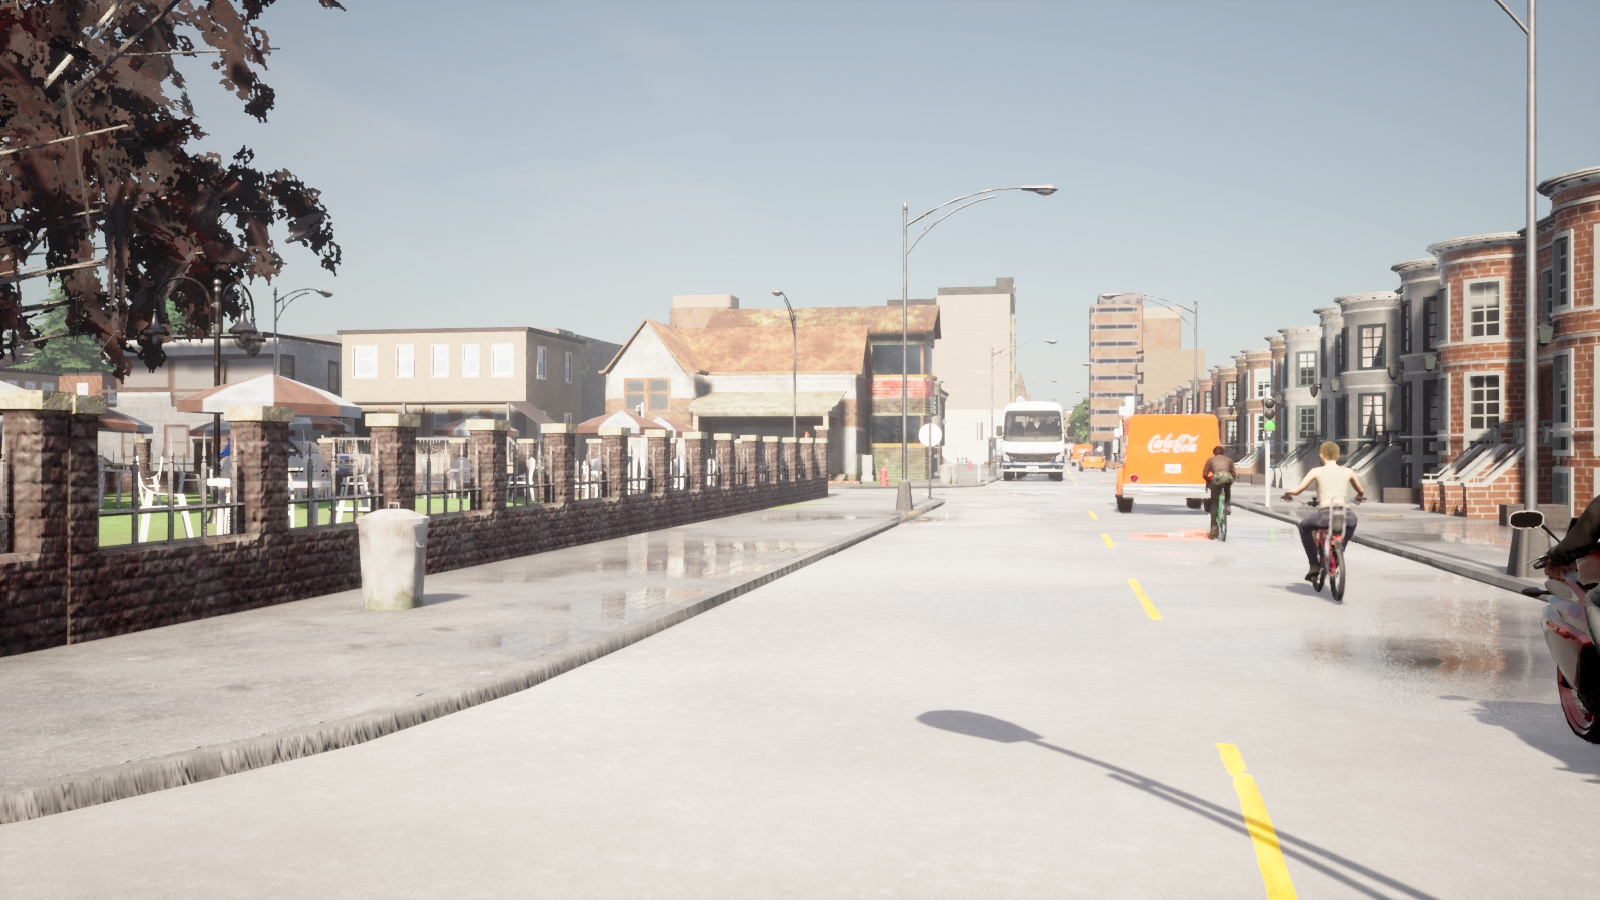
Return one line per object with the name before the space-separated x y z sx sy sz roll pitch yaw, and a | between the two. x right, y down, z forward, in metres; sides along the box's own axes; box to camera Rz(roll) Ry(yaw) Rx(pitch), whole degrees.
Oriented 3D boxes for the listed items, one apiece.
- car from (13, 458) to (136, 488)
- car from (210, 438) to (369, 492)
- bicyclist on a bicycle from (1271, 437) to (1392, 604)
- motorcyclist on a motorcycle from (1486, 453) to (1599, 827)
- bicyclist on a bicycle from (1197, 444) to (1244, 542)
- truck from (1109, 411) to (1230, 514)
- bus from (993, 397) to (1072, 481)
car | -32.517 0.999 56.293 4.718 1.301 1.895 0 0 12
car | -20.151 0.585 49.670 5.566 2.045 2.150 0 0 12
bicyclist on a bicycle | 5.465 0.695 13.012 0.866 1.612 1.509 0 -1 12
motorcyclist on a motorcycle | 3.938 0.783 5.841 0.866 1.530 2.191 0 0 17
bicyclist on a bicycle | 7.250 0.724 21.695 0.582 1.620 1.656 0 -1 12
truck | 9.548 0.302 32.912 2.627 2.467 5.204 0 0 12
bus | 12.895 -0.528 69.053 3.944 4.253 10.273 0 0 12
